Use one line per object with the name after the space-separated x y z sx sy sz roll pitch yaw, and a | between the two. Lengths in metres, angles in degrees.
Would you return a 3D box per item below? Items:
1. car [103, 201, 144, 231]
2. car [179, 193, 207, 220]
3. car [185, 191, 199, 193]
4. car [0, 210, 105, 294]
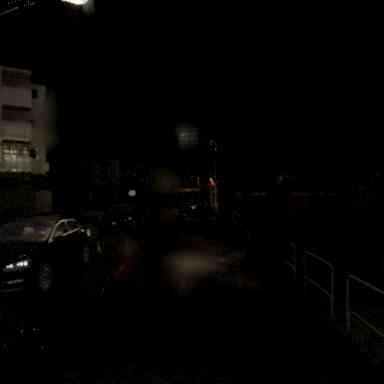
-4.052 1.337 19.768 1.882 1.535 5.008 0 0 0 | car
0.103 1.164 26.485 2.097 1.767 4.553 0 0 0 | car
-0.015 0.931 41.168 2.150 2.045 5.566 0 1 -2 | car
-4.093 1.430 8.747 2.128 1.511 4.902 0 0 0 | car
